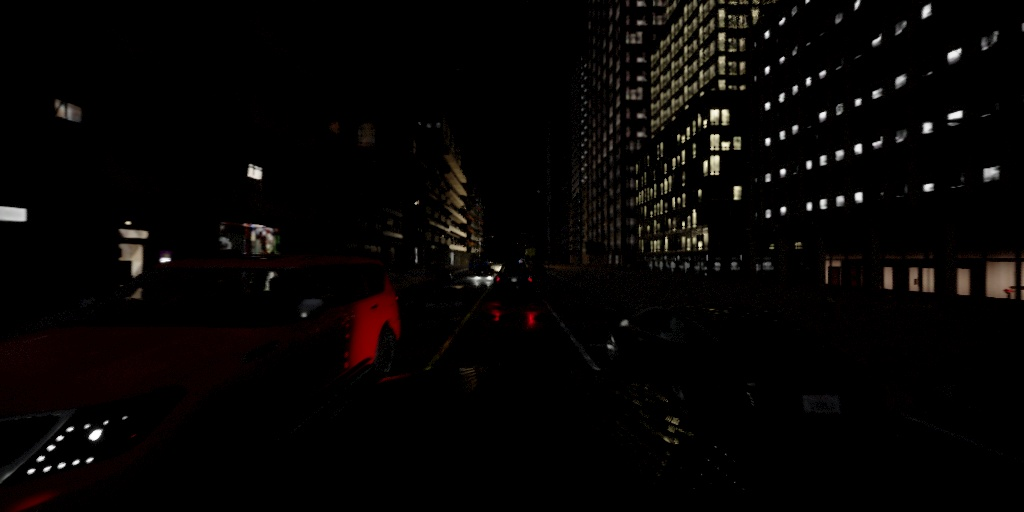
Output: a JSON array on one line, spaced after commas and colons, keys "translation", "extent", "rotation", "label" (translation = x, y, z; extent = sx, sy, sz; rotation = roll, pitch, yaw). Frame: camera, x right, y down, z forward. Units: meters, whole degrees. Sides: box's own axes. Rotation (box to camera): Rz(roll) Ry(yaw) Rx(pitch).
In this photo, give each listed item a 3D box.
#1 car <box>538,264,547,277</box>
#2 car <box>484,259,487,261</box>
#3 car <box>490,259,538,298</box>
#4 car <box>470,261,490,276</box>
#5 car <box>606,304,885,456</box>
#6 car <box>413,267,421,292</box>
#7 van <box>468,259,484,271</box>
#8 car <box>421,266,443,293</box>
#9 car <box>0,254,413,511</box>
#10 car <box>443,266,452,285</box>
[{"translation": [2.687, 1.502, 38.331], "extent": [1.948, 1.339, 4.313], "rotation": [0, 0, 0], "label": "car"}, {"translation": [-5.696, 1.610, 60.422], "extent": [1.888, 1.381, 4.507], "rotation": [0, 0, 0], "label": "car"}, {"translation": [0.101, 1.188, 19.472], "extent": [2.097, 1.767, 4.553], "rotation": [0, 0, 0], "label": "car"}, {"translation": [-3.093, 1.507, 39.446], "extent": [1.994, 1.385, 4.181], "rotation": [0, 0, 0], "label": "car"}, {"translation": [2.691, 1.332, 5.194], "extent": [1.948, 1.339, 4.313], "rotation": [0, 0, 0], "label": "car"}, {"translation": [-5.690, 1.346, 16.070], "extent": [1.751, 1.417, 4.829], "rotation": [0, 0, 0], "label": "car"}, {"translation": [-5.696, 1.373, 54.900], "extent": [1.690, 1.789, 3.998], "rotation": [0, 0, 0], "label": "van"}, {"translation": [-5.692, 1.374, 21.593], "extent": [1.751, 1.417, 4.829], "rotation": [0, 0, 0], "label": "car"}, {"translation": [-3.091, 0.987, 4.358], "extent": [2.150, 2.045, 5.566], "rotation": [0, -1, 0], "label": "car"}, {"translation": [-5.693, 1.443, 27.285], "extent": [1.948, 1.339, 4.313], "rotation": [0, 0, 0], "label": "car"}]
